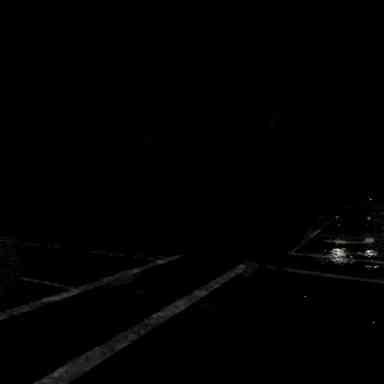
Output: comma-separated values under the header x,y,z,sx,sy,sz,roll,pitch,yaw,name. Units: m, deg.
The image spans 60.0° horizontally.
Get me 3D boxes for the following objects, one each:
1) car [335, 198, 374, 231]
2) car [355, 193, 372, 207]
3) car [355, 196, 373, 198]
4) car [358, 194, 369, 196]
x,y,z,sx,sy,sz,roll,pitch,yaw,name
9.725,1.359,19.916,1.882,1.535,5.008,0,0,28,car
23.943,1.076,46.385,2.097,1.767,4.553,0,0,28,car
14.379,1.377,28.515,2.033,1.411,5.357,0,0,28,car
19.138,1.269,37.427,2.128,1.511,4.902,0,0,28,car
